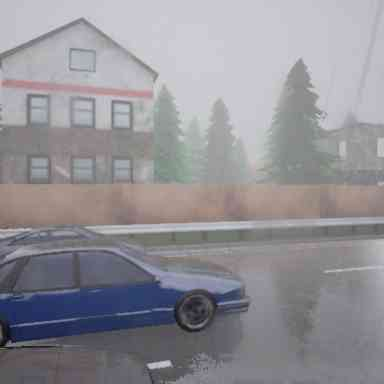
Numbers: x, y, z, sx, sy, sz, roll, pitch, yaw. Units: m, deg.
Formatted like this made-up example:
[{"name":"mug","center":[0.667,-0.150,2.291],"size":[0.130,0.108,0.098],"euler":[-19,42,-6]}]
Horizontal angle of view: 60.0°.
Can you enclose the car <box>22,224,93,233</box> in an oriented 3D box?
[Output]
[{"name":"car","center":[-3.268,1.555,8.813],"size":[4.181,1.385,1.994],"euler":[0,0,-17]}]

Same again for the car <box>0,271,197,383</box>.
[{"name":"car","center":[-2.696,1.551,1.662],"size":[5.357,1.411,2.033],"euler":[0,0,-17]}]

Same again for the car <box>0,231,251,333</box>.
[{"name":"car","center":[-1.774,1.540,5.614],"size":[5.357,1.411,2.033],"euler":[0,0,-17]}]
